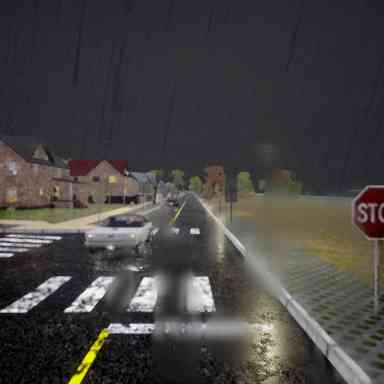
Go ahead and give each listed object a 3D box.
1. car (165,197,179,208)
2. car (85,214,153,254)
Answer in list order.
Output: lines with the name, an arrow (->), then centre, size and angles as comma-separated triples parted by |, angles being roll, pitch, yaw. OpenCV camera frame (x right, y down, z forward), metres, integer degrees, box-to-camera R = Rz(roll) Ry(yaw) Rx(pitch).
car -> -2.829, 1.469, 47.851 | 2.128, 1.511, 4.902 | 0, 0, 0
car -> -2.770, 1.597, 13.557 | 1.895, 1.301, 4.718 | 0, 0, 0
